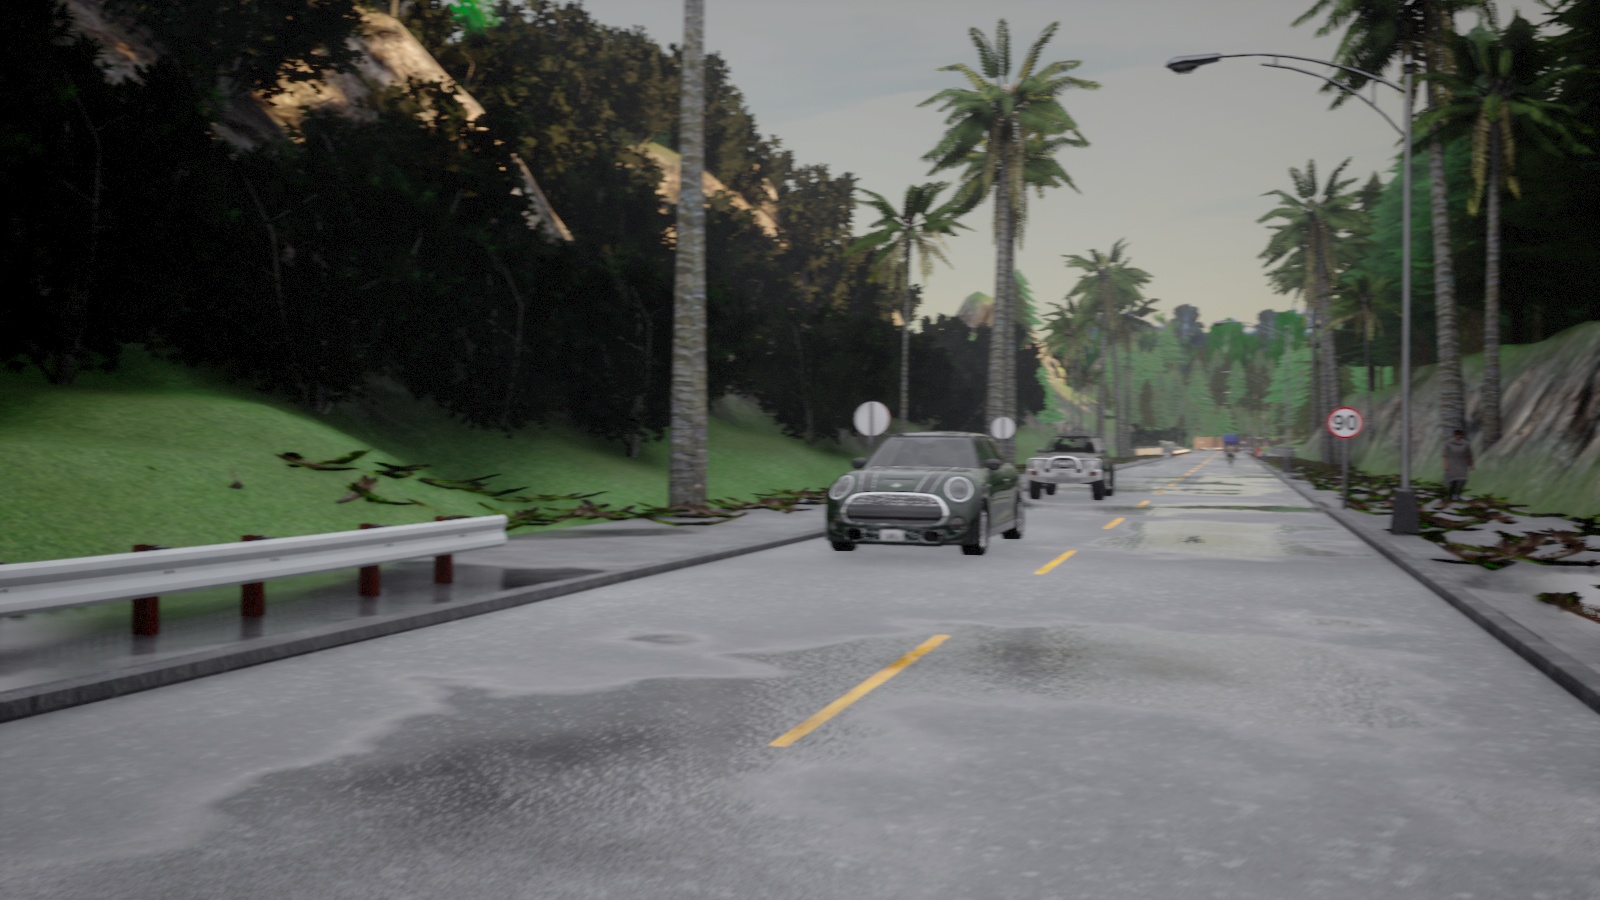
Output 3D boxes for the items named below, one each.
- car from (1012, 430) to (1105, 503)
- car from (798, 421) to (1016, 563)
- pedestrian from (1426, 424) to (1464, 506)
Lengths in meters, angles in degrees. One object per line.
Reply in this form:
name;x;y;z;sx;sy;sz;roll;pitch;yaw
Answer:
car;7.141;0.406;34.347;1.932;1.855;4.605;0;0;18
car;1.701;0.510;18.100;2.097;1.767;4.553;0;0;19
pedestrian;15.578;0.361;30.363;0.659;1.952;0.873;0;0;17
